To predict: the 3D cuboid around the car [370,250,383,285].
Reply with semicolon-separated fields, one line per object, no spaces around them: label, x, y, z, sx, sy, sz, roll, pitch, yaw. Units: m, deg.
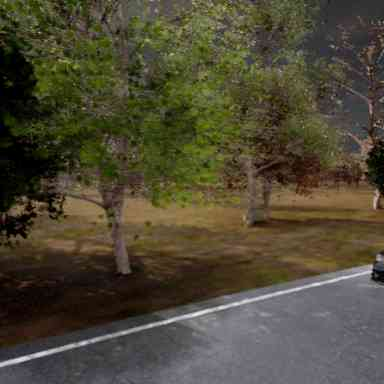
car;6.113;1.520;7.750;4.181;1.385;1.994;0;1;-31
